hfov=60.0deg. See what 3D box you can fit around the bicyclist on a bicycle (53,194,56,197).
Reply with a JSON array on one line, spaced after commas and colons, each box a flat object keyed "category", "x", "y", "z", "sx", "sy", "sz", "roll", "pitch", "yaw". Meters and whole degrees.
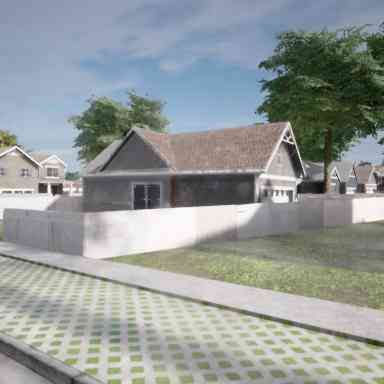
[{"category": "bicyclist on a bicycle", "x": -13.011, "y": 1.027, "z": 31.524, "sx": 1.656, "sy": 1.620, "sz": 0.582, "roll": 0, "pitch": 1, "yaw": 34}]
